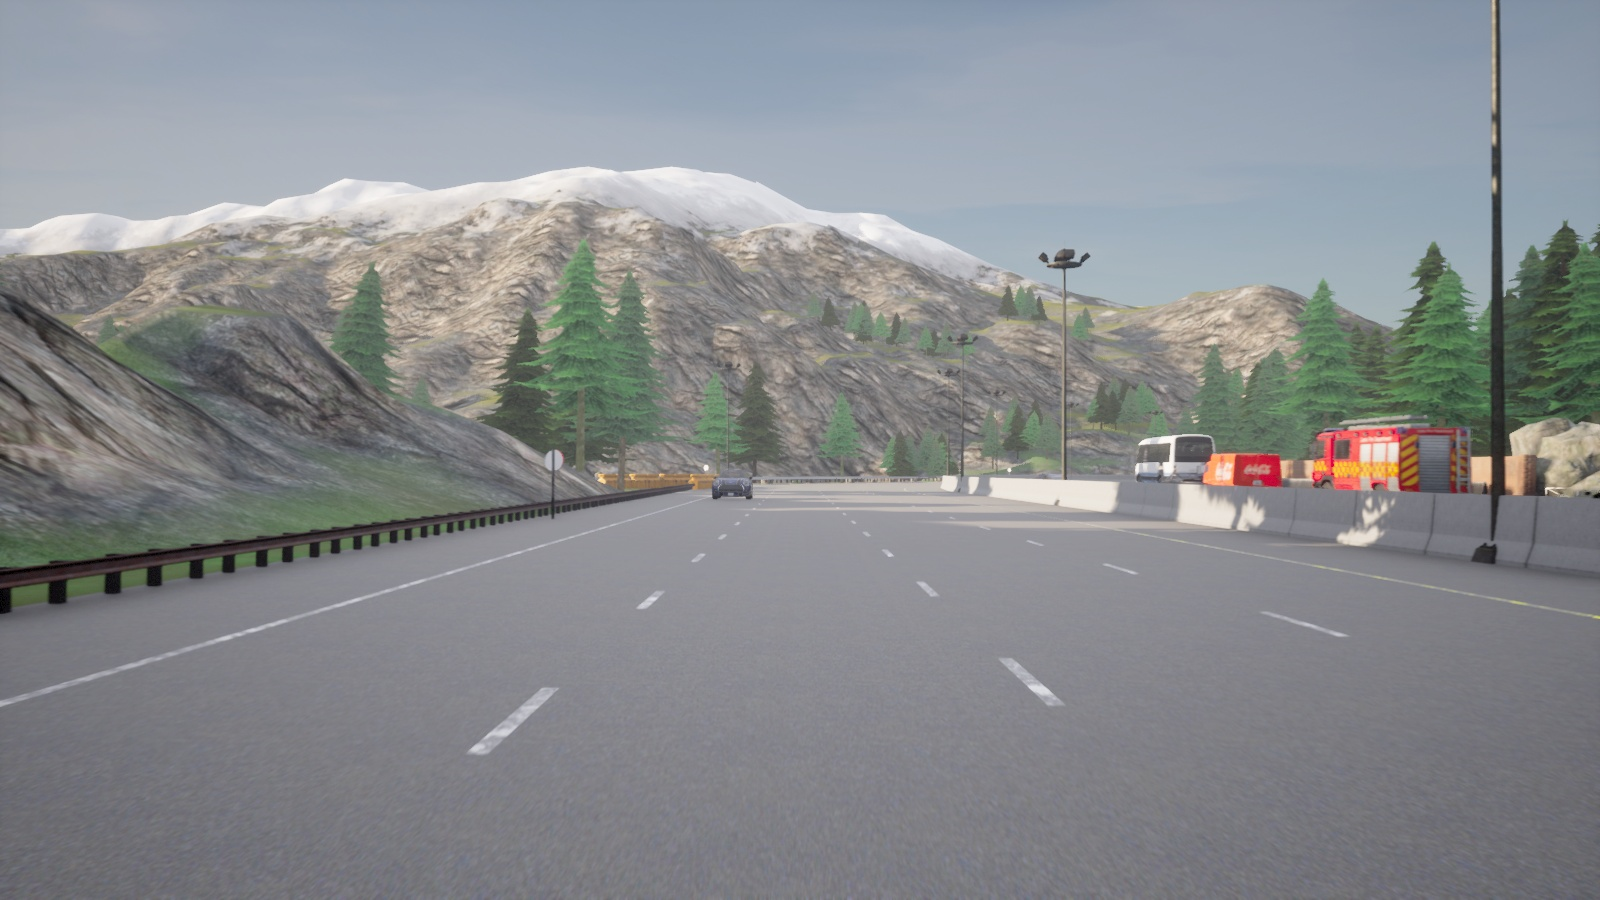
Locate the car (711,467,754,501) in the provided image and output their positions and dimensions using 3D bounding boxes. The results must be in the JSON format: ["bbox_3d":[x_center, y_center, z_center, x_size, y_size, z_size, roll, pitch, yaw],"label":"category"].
[{"bbox_3d":[-3.667,1.843,69.004,2.097,1.767,4.553,0,-1,0],"label":"car"}]

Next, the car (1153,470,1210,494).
[{"bbox_3d":[24.306,2.016,80.230,2.128,1.511,4.902,0,-1,0],"label":"car"}]

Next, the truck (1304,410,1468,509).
[{"bbox_3d":[24.368,0.437,52.825,2.891,3.827,8.468,0,-1,0],"label":"truck"}]

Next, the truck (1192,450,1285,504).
[{"bbox_3d":[20.854,1.253,60.010,2.627,2.467,5.204,0,-1,0],"label":"truck"}]

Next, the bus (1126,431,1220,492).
[{"bbox_3d":[27.770,0.903,94.151,3.944,4.253,10.273,0,-1,0],"label":"bus"}]
